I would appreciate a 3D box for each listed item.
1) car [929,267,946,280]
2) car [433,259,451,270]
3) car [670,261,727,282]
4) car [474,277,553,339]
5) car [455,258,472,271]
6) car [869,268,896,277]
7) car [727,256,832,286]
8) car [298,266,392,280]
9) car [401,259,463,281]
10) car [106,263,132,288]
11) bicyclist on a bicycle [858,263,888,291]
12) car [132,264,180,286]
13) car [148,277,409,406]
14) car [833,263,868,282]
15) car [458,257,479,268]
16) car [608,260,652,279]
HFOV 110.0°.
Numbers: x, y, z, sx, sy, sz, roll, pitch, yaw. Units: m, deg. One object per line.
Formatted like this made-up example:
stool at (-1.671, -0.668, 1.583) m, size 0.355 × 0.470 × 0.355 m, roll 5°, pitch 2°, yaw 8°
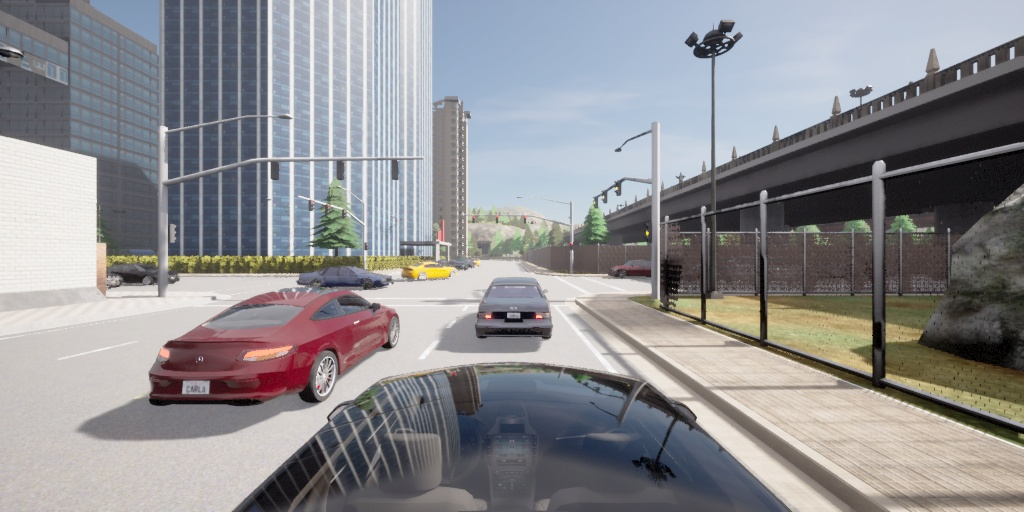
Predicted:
car at (37.056, 1.310, 29.273) m, size 4.892 × 1.490 × 1.837 m, roll 0°, pitch 0°, yaw 0°
car at (-10.700, 1.276, 55.030) m, size 1.812 × 1.442 × 4.674 m, roll 0°, pitch 0°, yaw 0°
car at (15.835, 1.353, 29.203) m, size 5.357 × 1.411 × 2.033 m, roll 0°, pitch 0°, yaw 0°
car at (0.078, 1.297, 10.052) m, size 2.033 × 1.411 × 5.357 m, roll 0°, pitch 0°, yaw 1°
car at (-7.186, 1.314, 49.565) m, size 1.994 × 1.385 × 4.181 m, roll 0°, pitch 0°, yaw 0°
car at (31.690, 1.353, 32.766) m, size 5.357 × 1.411 × 2.033 m, roll 0°, pitch 0°, yaw 0°
car at (18.928, 1.027, 25.516) m, size 5.566 × 2.045 × 2.150 m, roll 0°, pitch 0°, yaw 0°
car at (-10.108, 1.324, 21.893) m, size 5.357 × 1.411 × 2.033 m, roll 0°, pitch 0°, yaw 0°
car at (-6.918, 1.258, 30.510) m, size 1.882 × 1.535 × 5.008 m, roll 1°, pitch 1°, yaw 43°
car at (-26.641, 1.331, 21.841) m, size 4.674 × 1.442 × 1.812 m, roll 0°, pitch 0°, yaw -1°
bicyclist on a bicycle at (18.264, 1.106, 18.231) m, size 0.582 × 1.620 × 1.656 m, roll 0°, pitch 0°, yaw 0°
car at (-26.462, 1.283, 25.324) m, size 5.008 × 1.535 × 1.882 m, roll 0°, pitch 0°, yaw 0°
car at (-3.450, 1.276, 6.231) m, size 1.812 × 1.442 × 4.674 m, roll 0°, pitch 0°, yaw 0°
car at (25.409, 1.297, 29.241) m, size 4.902 × 1.511 × 2.128 m, roll 0°, pitch 0°, yaw 0°
car at (-7.193, 1.297, 58.802) m, size 2.033 × 1.411 × 5.357 m, roll 0°, pitch 0°, yaw 0°
car at (11.196, 1.157, 32.746) m, size 4.553 × 1.767 × 2.097 m, roll 0°, pitch 0°, yaw 2°
